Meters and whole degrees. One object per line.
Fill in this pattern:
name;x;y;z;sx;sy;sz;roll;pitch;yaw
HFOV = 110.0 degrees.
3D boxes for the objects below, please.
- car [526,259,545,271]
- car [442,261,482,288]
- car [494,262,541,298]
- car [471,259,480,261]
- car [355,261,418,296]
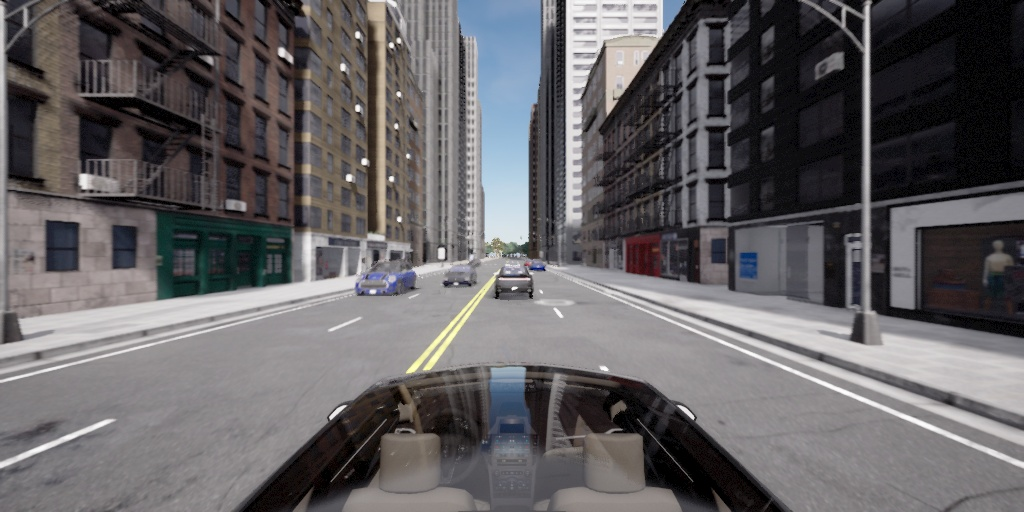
car;3.360;1.294;48.068;1.994;1.385;4.181;0;0;0
car;-3.344;1.290;24.155;2.033;1.411;5.357;0;0;0
car;0.104;1.236;18.264;2.128;1.511;4.902;0;0;0
car;-6.485;1.268;63.820;1.837;1.490;4.892;0;0;0
car;-6.595;1.097;19.256;2.097;1.767;4.553;0;0;0
